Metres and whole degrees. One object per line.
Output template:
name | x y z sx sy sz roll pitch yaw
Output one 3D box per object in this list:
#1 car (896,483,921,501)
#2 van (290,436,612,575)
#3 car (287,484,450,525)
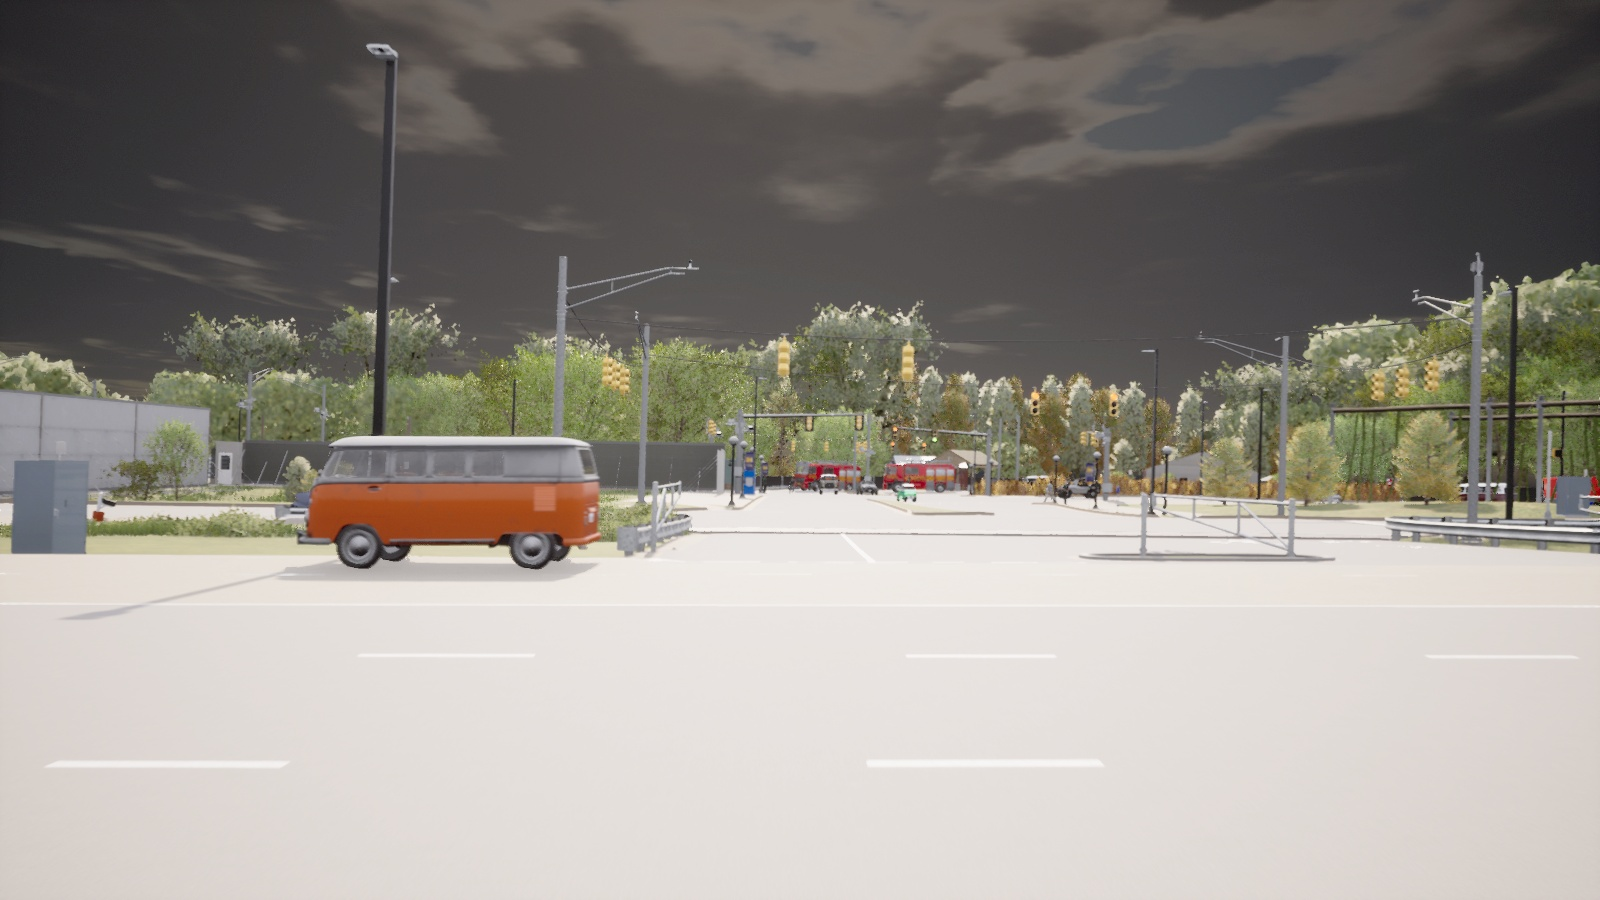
car | 8.251 3.196 95.842 1.481 1.376 2.207 1 -1 -7
van | -5.256 0.818 19.321 4.442 1.987 1.775 -1 -1 0
car | -16.039 2.011 46.886 5.357 1.411 2.033 0 -1 0
